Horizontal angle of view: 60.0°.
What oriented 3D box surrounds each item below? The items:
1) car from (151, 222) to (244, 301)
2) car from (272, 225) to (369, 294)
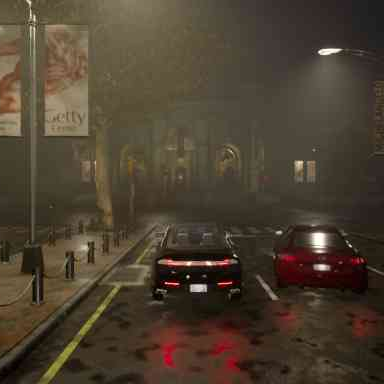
[{"bbox_3d":[0.078,1.492,8.322,2.128,1.511,4.902,0,0,-1],"label":"car"},{"bbox_3d":[3.250,1.564,8.974,1.994,1.385,4.181,0,0,14],"label":"car"}]
